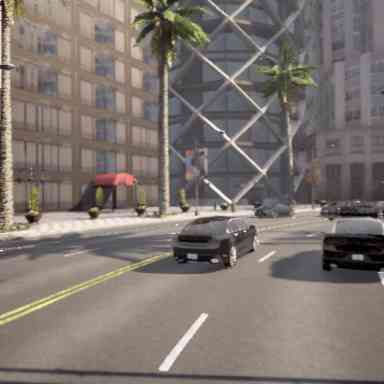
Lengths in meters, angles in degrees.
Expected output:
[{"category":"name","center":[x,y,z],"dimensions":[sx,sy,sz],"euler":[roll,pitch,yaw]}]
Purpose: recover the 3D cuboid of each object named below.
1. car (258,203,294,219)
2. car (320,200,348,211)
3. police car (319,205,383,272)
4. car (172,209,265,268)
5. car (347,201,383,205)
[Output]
[{"category":"car","center":[7.801,1.730,31.560],"dimensions":[4.181,1.385,1.994],"euler":[0,-1,-37]},{"category":"car","center":[14.373,1.589,31.920],"dimensions":[4.892,1.490,1.837],"euler":[0,-1,-29]},{"category":"police car","center":[5.373,1.447,10.713],"dimensions":[1.930,1.638,5.238],"euler":[-1,-1,27]},{"category":"car","center":[1.017,1.595,11.833],"dimensions":[1.837,1.490,4.892],"euler":[-1,0,25]},{"category":"car","center":[16.117,1.526,28.723],"dimensions":[4.902,1.511,2.128],"euler":[0,-1,-32]}]
